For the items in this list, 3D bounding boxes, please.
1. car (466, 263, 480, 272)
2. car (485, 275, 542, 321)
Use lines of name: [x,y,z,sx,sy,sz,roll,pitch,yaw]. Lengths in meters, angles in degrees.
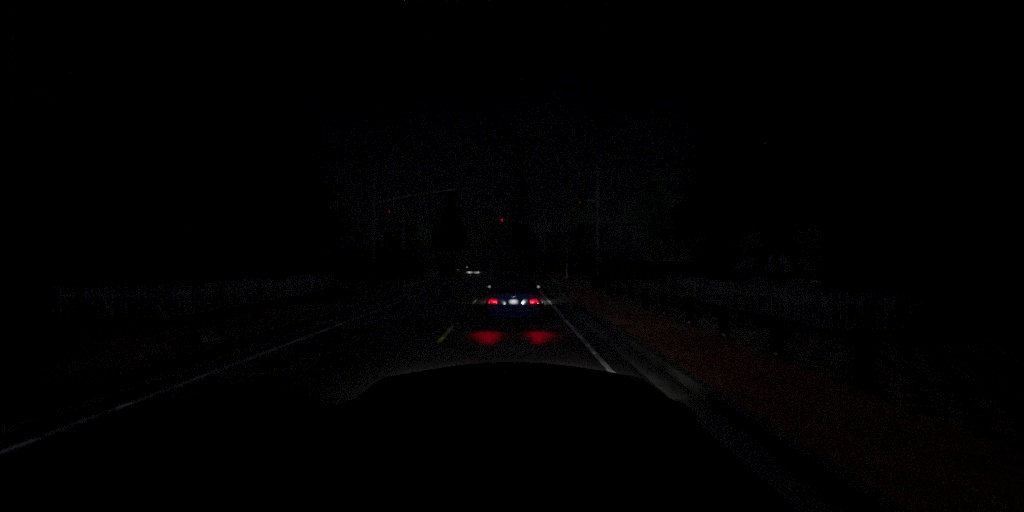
car: [-6.421,1.798,58.261,2.033,1.411,5.357,0,-1,-13]
car: [0.066,1.403,12.933,2.033,1.411,5.357,0,-1,0]
